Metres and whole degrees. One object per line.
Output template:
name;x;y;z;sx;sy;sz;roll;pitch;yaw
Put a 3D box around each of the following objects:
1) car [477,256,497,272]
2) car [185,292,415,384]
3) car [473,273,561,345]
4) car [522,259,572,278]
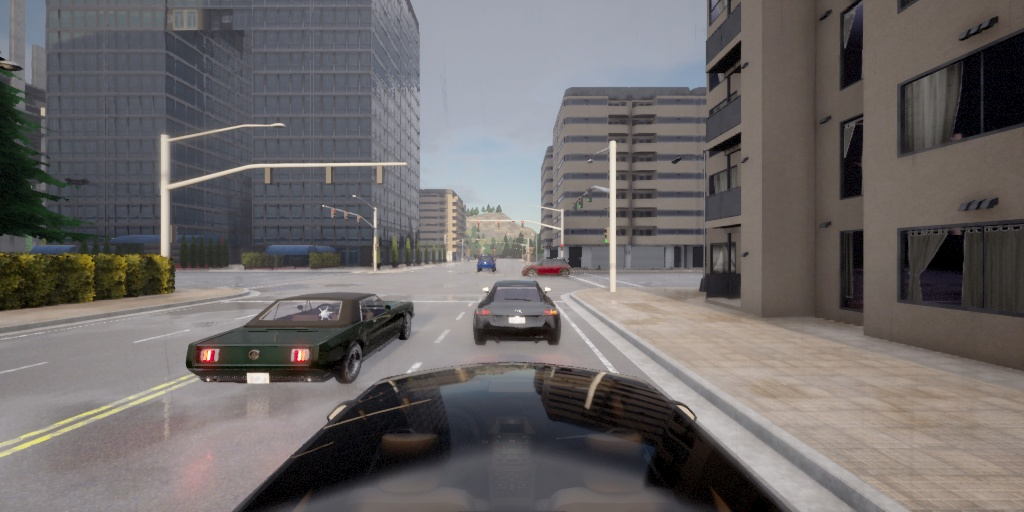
car;-3.232;0.971;46.260;2.150;2.045;5.566;0;0;0
car;-3.384;1.351;7.025;1.895;1.301;4.718;0;0;0
car;0.126;1.314;9.504;1.994;1.385;4.181;0;0;1
car;3.196;1.101;33.588;4.553;1.767;2.097;0;0;0
